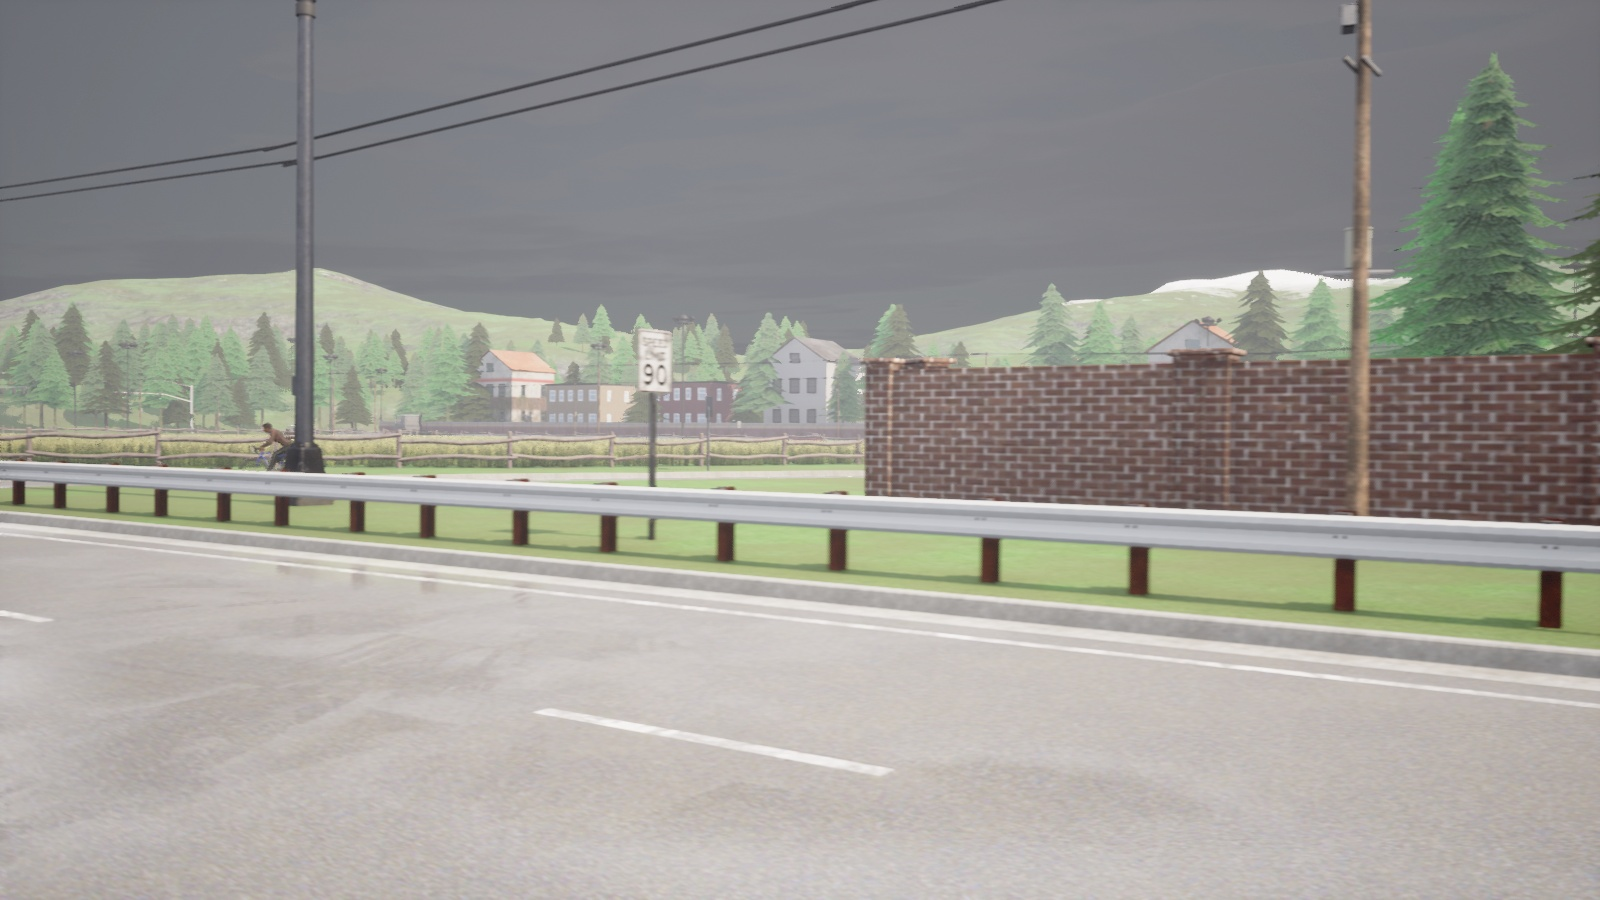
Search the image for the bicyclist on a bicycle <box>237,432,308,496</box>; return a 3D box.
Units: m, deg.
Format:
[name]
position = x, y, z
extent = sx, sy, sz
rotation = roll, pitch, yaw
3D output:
[bicyclist on a bicycle]
position = -13.699, 0.363, 32.632
extent = 1.656, 1.620, 0.582
rotation = -1, 0, -20
